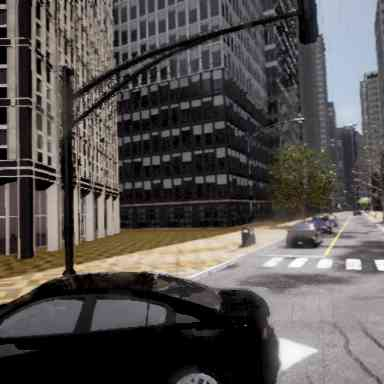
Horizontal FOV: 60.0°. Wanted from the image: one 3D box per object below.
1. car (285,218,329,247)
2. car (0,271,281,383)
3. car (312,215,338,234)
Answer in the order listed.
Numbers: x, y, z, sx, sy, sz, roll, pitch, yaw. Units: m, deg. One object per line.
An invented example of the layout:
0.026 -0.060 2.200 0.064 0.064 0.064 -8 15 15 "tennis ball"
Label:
7.524 2.715 21.943 2.033 1.411 5.357 -4 -4 26 "car"
-1.445 1.832 4.300 5.008 1.535 1.882 -2 -4 -3 "car"
11.988 2.941 30.959 2.097 1.767 4.553 -4 -4 26 "car"
